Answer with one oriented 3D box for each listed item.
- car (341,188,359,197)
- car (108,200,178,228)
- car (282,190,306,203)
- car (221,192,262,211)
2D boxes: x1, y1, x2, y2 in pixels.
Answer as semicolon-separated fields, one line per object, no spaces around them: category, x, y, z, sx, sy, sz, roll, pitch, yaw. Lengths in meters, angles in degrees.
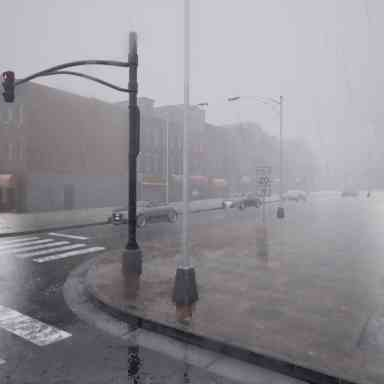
car;24.996;0.090;52.515;2.033;1.411;5.357;0;2;35
car;-2.679;1.128;18.776;1.994;1.385;4.181;0;2;36
car;12.190;0.450;39.588;1.812;1.442;4.674;1;2;37
car;4.306;0.745;28.579;2.128;1.511;4.902;0;2;35
